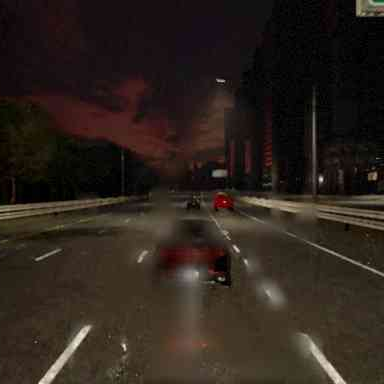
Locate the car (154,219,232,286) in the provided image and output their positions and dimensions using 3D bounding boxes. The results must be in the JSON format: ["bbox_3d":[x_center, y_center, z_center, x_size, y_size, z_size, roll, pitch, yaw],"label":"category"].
[{"bbox_3d":[0.017,1.534,9.497,1.837,1.490,4.892,0,0,0],"label":"car"}]

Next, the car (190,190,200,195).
[{"bbox_3d":[0.476,1.150,63.722,2.150,2.045,5.566,0,0,1],"label":"car"}]

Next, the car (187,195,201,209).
[{"bbox_3d":[0.249,1.550,45.148,2.033,1.411,5.357,0,0,1],"label":"car"}]

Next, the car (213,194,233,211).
[{"bbox_3d":[3.802,1.241,41.082,2.150,2.045,5.566,0,0,1],"label":"car"}]

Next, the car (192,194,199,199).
[{"bbox_3d":[0.986,1.211,93.080,1.812,1.442,4.674,0,1,1],"label":"car"}]
